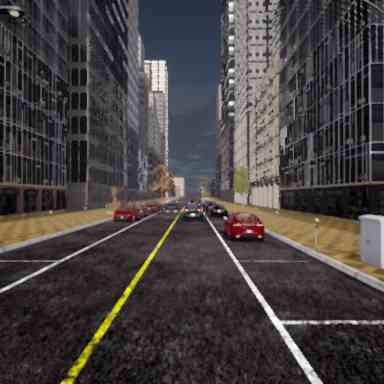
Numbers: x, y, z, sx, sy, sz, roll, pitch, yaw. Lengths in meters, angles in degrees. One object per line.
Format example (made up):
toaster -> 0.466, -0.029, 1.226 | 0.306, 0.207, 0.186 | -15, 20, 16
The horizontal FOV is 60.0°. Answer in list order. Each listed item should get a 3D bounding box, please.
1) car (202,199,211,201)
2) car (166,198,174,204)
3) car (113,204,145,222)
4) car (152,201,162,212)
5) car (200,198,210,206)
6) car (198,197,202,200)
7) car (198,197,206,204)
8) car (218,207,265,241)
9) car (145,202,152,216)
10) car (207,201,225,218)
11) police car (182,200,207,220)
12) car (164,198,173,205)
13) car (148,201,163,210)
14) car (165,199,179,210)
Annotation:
car -> 2.700, 2.035, 46.325 | 1.947, 1.339, 4.313 | 0, -1, 0
car -> -5.673, 2.379, 86.182 | 2.008, 1.369, 4.403 | 0, 0, 0
car -> -5.684, 1.847, 29.257 | 1.887, 1.381, 4.507 | 0, -1, 0
car -> -5.680, 2.012, 46.335 | 1.887, 1.381, 4.507 | 0, -1, 0
car -> 2.705, 2.120, 69.095 | 1.967, 1.590, 4.097 | 0, -1, 0
car -> 0.014, 1.939, 50.559 | 2.033, 1.649, 4.856 | 0, 0, 0
car -> 2.710, 2.193, 91.863 | 2.192, 1.841, 5.009 | 0, 0, 0
car -> 2.695, 1.735, 17.865 | 1.887, 1.381, 4.507 | 0, -1, 0
car -> -5.683, 1.940, 34.950 | 1.802, 1.307, 4.206 | 0, -1, 0
car -> 2.698, 1.925, 34.941 | 1.947, 1.339, 4.313 | 0, -1, 0
police car -> 0.092, 1.831, 31.435 | 2.038, 1.542, 4.974 | 0, 0, 0
car -> -5.674, 2.303, 80.319 | 1.752, 1.417, 4.829 | 0, -1, 0
car -> -5.680, 2.087, 52.027 | 1.947, 1.339, 4.313 | 0, -1, 0
car -> -3.066, 2.076, 51.031 | 1.994, 1.385, 4.181 | 0, -1, 0
